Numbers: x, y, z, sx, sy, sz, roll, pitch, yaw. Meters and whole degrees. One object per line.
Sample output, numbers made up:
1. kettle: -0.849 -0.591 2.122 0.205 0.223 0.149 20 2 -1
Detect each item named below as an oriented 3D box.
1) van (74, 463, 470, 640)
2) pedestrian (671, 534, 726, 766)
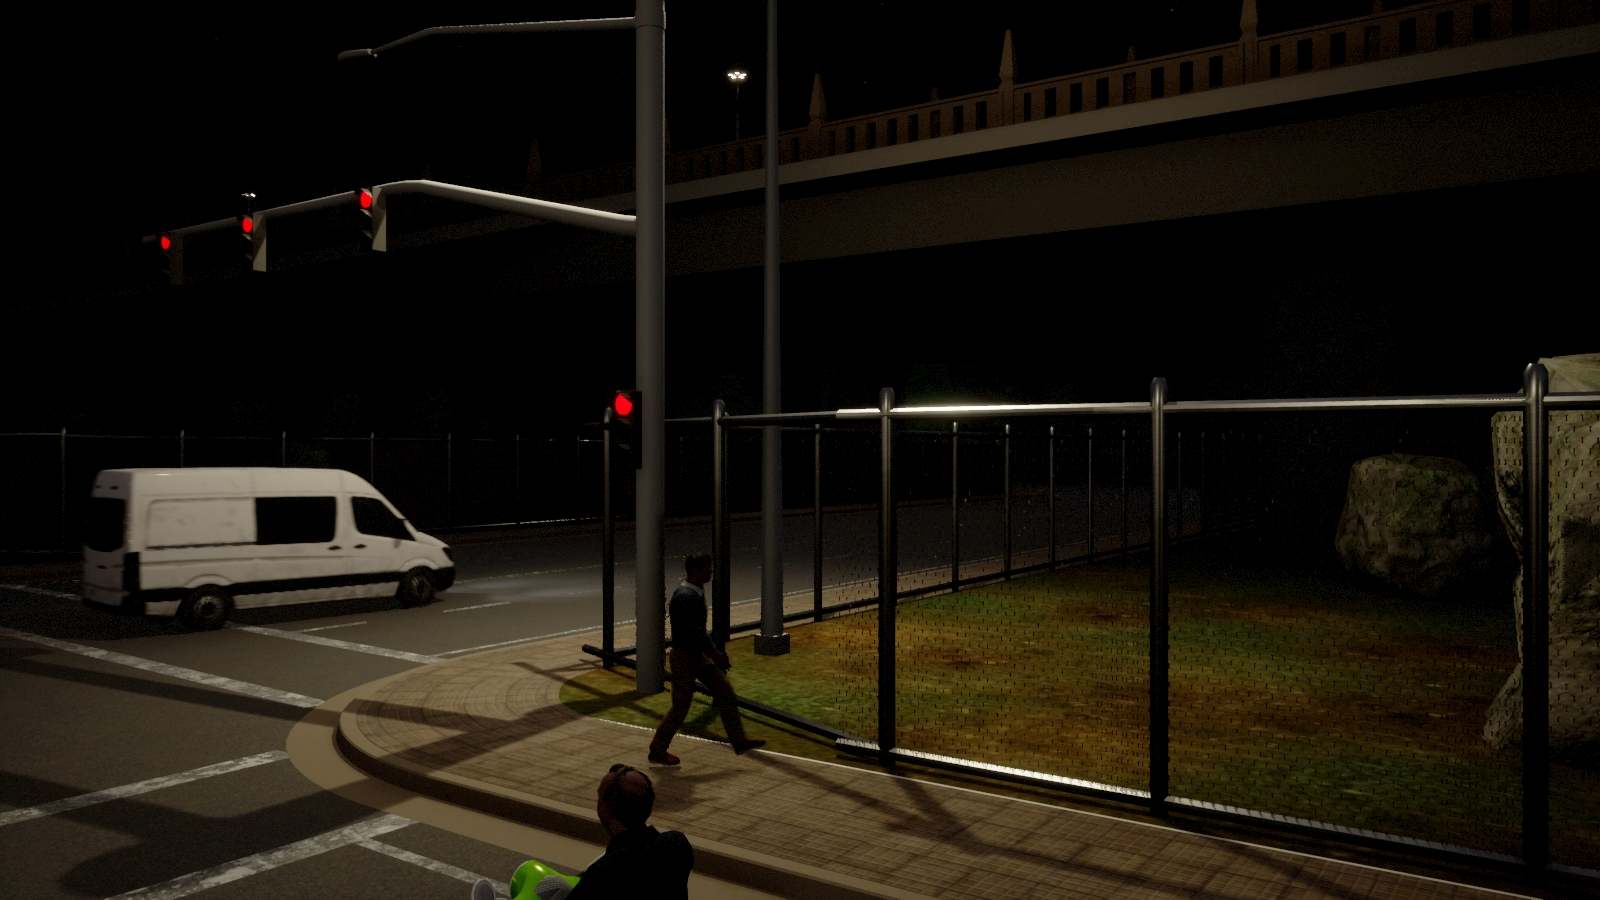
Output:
1. van: -8.864 1.529 19.779 1.988 2.561 5.915 0 0 40
2. pedestrian: -0.843 1.643 9.515 0.375 1.860 0.375 0 0 9
